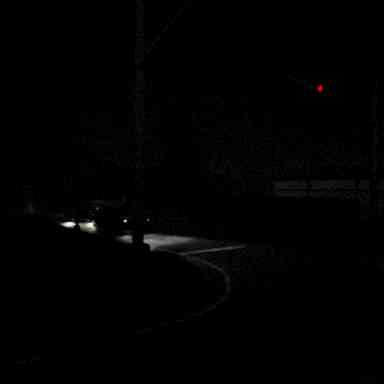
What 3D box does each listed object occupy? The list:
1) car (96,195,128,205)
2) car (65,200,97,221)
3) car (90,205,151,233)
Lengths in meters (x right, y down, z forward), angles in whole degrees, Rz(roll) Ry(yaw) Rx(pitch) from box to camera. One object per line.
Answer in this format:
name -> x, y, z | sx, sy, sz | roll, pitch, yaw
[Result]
car -> -9.898, 1.397, 39.261 | 2.150, 2.045, 5.566 | 0, 0, 31
car -> -9.883, 1.580, 28.822 | 1.882, 1.535, 5.008 | 1, 0, -26
car -> -4.403, 1.700, 20.583 | 1.895, 1.301, 4.718 | 1, -1, -37
